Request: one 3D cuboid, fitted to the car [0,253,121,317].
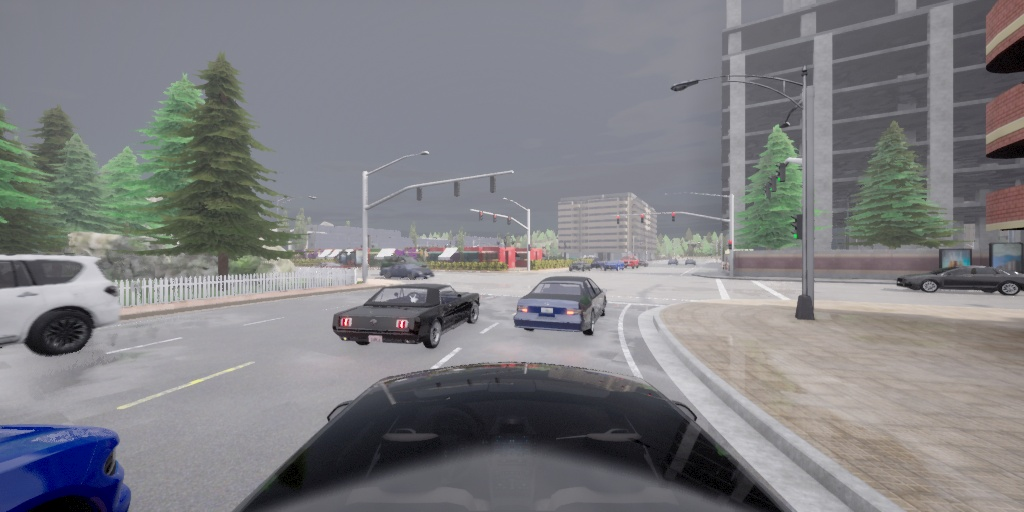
[{"bbox_3d":[-10.205,0.971,5.820,2.150,2.045,5.566,0,0,7],"label":"car"}]

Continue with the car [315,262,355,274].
[{"bbox_3d":[-20.892,1.406,42.340,4.718,1.301,1.895,0,0,30],"label":"car"}]

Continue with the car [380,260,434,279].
[{"bbox_3d":[-9.268,1.353,31.472,5.357,1.411,2.033,0,0,32],"label":"car"}]

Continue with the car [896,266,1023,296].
[{"bbox_3d":[25.018,1.310,20.027,4.892,1.490,1.837,0,0,30],"label":"car"}]

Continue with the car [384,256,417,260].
[{"bbox_3d":[-10.882,1.026,36.543,5.566,2.045,2.150,0,0,30],"label":"car"}]

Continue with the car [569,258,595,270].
[{"bbox_3d":[8.992,1.314,47.230,1.994,1.385,4.181,0,0,30],"label":"car"}]

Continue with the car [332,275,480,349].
[{"bbox_3d":[-2.268,1.351,9.251,1.895,1.301,4.718,0,0,11],"label":"car"}]

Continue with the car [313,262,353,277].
[{"bbox_3d":[-18.818,1.331,37.091,4.674,1.442,1.812,0,0,30],"label":"car"}]

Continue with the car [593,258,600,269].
[{"bbox_3d":[13.331,1.351,54.840,1.895,1.301,4.718,0,0,30],"label":"car"}]

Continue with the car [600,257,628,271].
[{"bbox_3d":[13.998,1.227,48.949,1.882,1.535,5.008,0,0,30],"label":"car"}]

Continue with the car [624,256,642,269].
[{"bbox_3d":[18.786,0.972,57.318,2.150,2.045,5.566,0,0,30],"label":"car"}]

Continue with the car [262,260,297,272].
[{"bbox_3d":[-31.382,1.283,48.423,5.008,1.535,1.882,0,0,30],"label":"car"}]

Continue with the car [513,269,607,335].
[{"bbox_3d":[1.666,1.297,10.612,2.033,1.411,5.357,0,0,20],"label":"car"}]
